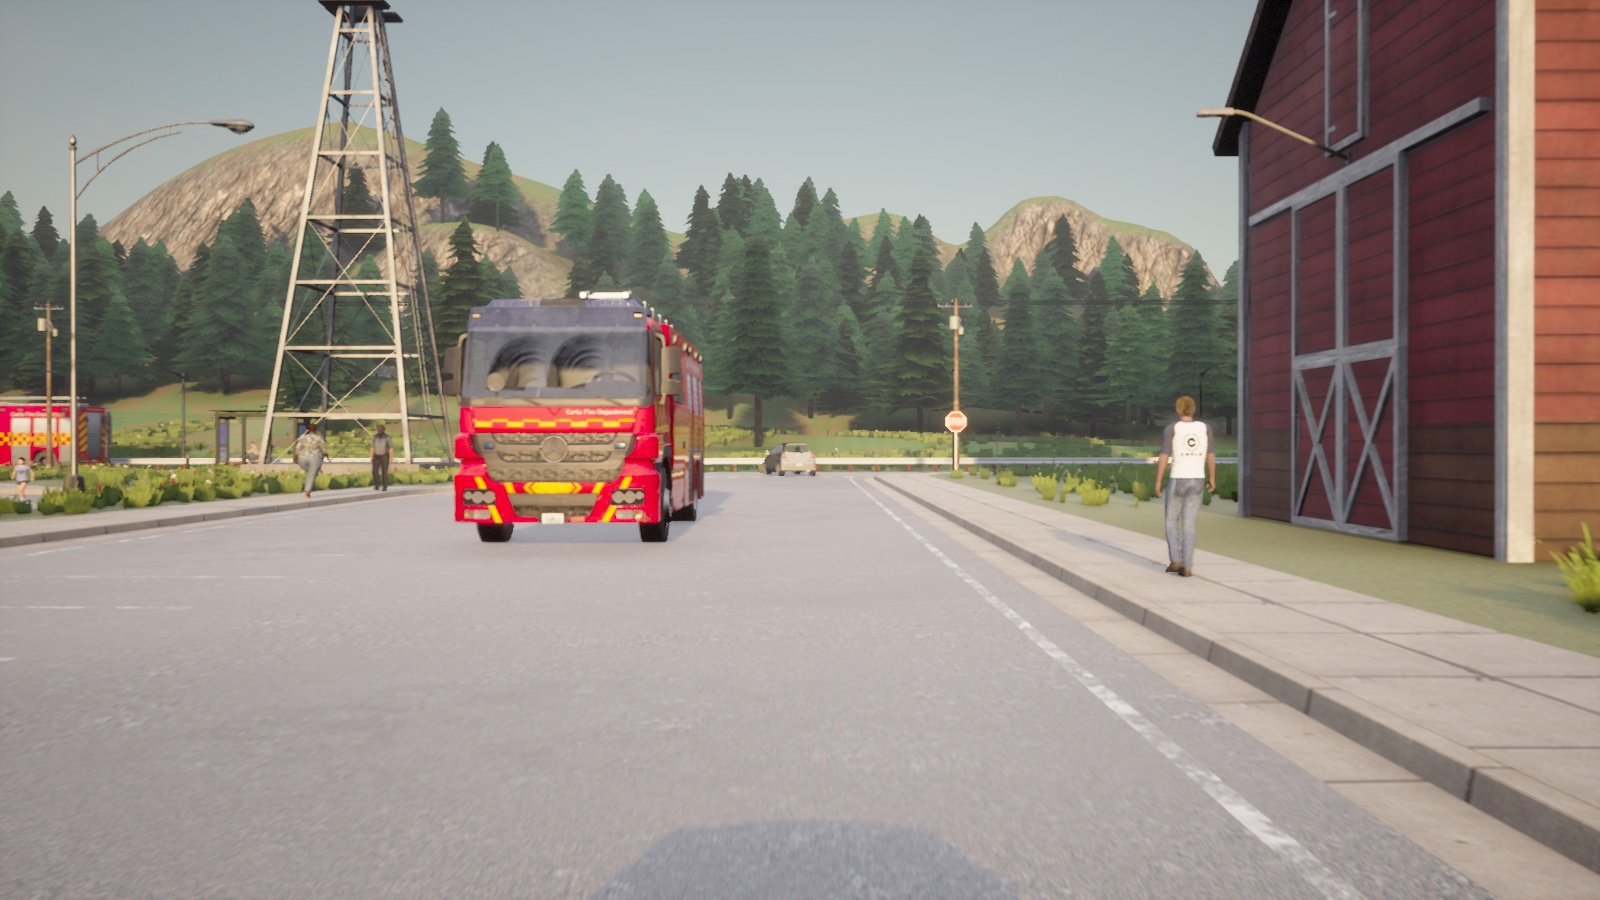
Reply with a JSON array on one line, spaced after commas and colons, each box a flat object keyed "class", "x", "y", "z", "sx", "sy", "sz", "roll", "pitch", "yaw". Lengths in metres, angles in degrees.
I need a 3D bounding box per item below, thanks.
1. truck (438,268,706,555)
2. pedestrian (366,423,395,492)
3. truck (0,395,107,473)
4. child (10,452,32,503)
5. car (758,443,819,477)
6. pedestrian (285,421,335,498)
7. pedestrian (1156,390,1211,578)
[{"class": "truck", "x": -3.364, "y": -0.539, "z": 21.019, "sx": 2.891, "sy": 3.827, "sz": 8.468, "roll": 0, "pitch": 0, "yaw": 0}, {"class": "pedestrian", "x": -11.366, "y": 0.201, "z": 34.023, "sx": 0.540, "sy": 1.848, "sz": 0.694, "roll": 0, "pitch": 0, "yaw": -1}, {"class": "truck", "x": -39.758, "y": -0.805, "z": 62.924, "sx": 8.468, "sy": 3.827, "sz": 2.891, "roll": 0, "pitch": 0, "yaw": 1}, {"class": "child", "x": -17.359, "y": 0.610, "z": 27.972, "sx": 0.255, "sy": 1.110, "sz": 0.394, "roll": 0, "pitch": 0, "yaw": -3}, {"class": "car", "x": -0.562, "y": 0.440, "z": 56.954, "sx": 1.845, "sy": 1.501, "sz": 3.633, "roll": 0, "pitch": 0, "yaw": -16}, {"class": "pedestrian", "x": -11.985, "y": 0.219, "z": 30.732, "sx": 0.874, "sy": 1.855, "sz": 0.900, "roll": 0, "pitch": 0, "yaw": -2}, {"class": "pedestrian", "x": 3.841, "y": 0.334, "z": 12.607, "sx": 0.354, "sy": 1.836, "sz": 0.706, "roll": 0, "pitch": 0, "yaw": 2}]
